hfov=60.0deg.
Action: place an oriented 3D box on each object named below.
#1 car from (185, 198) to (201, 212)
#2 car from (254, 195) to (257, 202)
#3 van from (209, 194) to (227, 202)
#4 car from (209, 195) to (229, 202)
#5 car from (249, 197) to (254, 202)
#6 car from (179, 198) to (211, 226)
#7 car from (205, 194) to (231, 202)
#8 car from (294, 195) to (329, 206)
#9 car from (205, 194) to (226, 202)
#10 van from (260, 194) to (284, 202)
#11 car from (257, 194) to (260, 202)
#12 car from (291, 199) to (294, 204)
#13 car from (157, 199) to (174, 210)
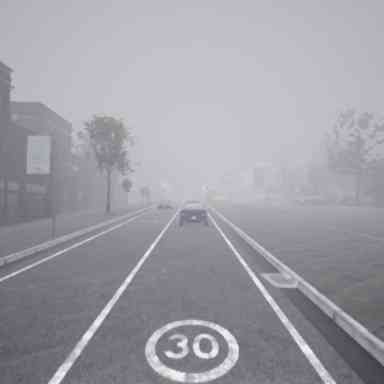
[{"bbox_3d":[0.116,1.497,39.799,1.837,1.490,4.892,0,0,0],"label":"car"},{"bbox_3d":[18.722,1.656,81.065,5.366,1.575,1.946,0,-1,0],"label":"car"},{"bbox_3d":[6.376,1.454,82.122,4.442,1.987,1.878,0,-1,0],"label":"van"},{"bbox_3d":[6.315,1.492,79.083,4.553,1.767,2.185,0,-1,0],"label":"car"},{"bbox_3d":[18.465,1.538,86.785,5.566,2.045,2.435,0,-2,-1],"label":"car"},{"bbox_3d":[0.110,1.472,23.602,1.882,1.535,5.008,0,0,0],"label":"car"},{"bbox_3d":[6.121,1.565,76.162,5.366,1.575,1.946,0,-1,0],"label":"car"},{"bbox_3d":[18.777,1.305,51.645,4.553,1.767,2.185,0,0,0],"label":"car"},{"bbox_3d":[6.234,1.576,88.313,5.566,2.045,2.435,0,-1,-1],"label":"car"},{"bbox_3d":[18.462,1.336,75.612,4.442,1.987,1.878,0,-1,0],"label":"van"},{"bbox_3d":[18.742,1.606,78.404,5.366,1.575,1.946,0,-1,0],"label":"car"},{"bbox_3d":[18.707,1.471,54.816,4.674,1.452,2.002,0,0,0],"label":"car"},{"bbox_3d":[-3.324,1.538,42.278,2.033,1.411,5.357,0,0,0],"label":"car"}]
